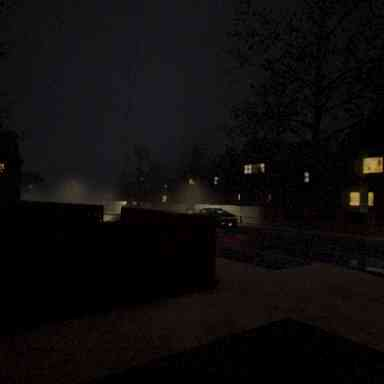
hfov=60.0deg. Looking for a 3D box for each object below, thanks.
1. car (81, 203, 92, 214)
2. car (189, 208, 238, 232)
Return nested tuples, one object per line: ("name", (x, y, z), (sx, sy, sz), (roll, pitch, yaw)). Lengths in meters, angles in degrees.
("car", (-14.377, 2.207, 44.898), (1.812, 1.442, 4.674), (2, -2, -35))
("car", (1.007, 1.854, 22.739), (2.128, 1.511, 4.902), (2, -2, -35))
